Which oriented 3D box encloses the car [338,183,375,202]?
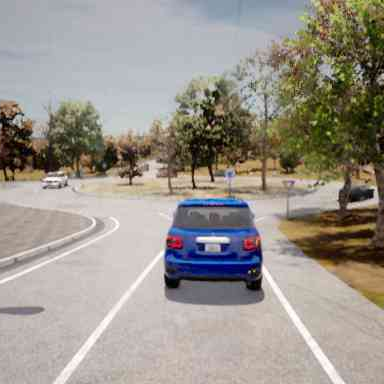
[{"bbox_3d":[15.288,-0.057,30.808,4.892,1.490,1.837,-6,10,-42],"label":"car"}]

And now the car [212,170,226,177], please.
[{"bbox_3d":[6.184,-3.650,66.260,4.181,1.385,1.994,2,6,22],"label":"car"}]

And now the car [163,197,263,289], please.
[{"bbox_3d":[0.580,1.155,9.165,2.150,2.045,5.566,0,1,4],"label":"car"}]

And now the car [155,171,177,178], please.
[{"bbox_3d":[-4.942,-3.291,62.937,4.181,1.385,1.994,-1,6,-14],"label":"car"}]

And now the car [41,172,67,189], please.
[{"bbox_3d":[-17.514,-1.527,42.474,2.150,2.045,5.566,-2,6,-8],"label":"car"}]
